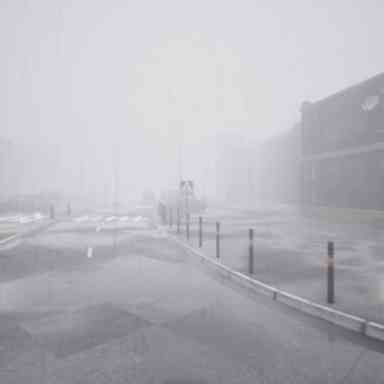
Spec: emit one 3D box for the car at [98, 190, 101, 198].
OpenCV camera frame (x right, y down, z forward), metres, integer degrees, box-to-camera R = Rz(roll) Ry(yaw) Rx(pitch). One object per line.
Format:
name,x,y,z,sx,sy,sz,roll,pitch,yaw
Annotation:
car,-24.612,0.838,77.668,4.892,1.521,2.231,0,1,-4

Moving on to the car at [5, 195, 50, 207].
car,-22.045,1.219,44.686,4.892,1.521,2.231,0,1,-4

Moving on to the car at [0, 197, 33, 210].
car,-21.606,1.316,39.184,4.674,1.452,2.002,0,1,-4

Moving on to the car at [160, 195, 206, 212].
car,-0.973,1.364,33.415,4.792,1.488,2.163,0,0,-4

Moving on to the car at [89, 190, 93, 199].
car,-23.967,0.922,69.424,4.892,1.521,2.231,0,1,-4

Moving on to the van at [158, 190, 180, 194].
van,-1.704,1.042,41.725,4.442,1.987,1.878,0,1,-4

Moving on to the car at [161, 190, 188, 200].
car,-3.695,0.669,69.320,5.566,2.045,2.435,0,1,-4

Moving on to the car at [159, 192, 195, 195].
car,-1.332,1.169,38.838,4.553,1.767,2.185,0,0,-4

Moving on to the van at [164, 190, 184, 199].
van,-4.036,0.633,74.868,4.442,1.987,1.878,0,1,-4

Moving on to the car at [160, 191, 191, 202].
car,-3.118,0.768,61.129,5.566,2.045,2.435,0,1,-4

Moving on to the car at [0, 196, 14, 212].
car,-21.147,1.201,33.683,4.553,1.767,2.185,0,0,-4

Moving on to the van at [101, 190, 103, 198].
van,-24.726,0.585,80.547,4.442,1.987,1.878,0,1,-4

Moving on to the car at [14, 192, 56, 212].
car,-16.830,1.170,35.882,2.097,1.767,4.553,-1,1,-5

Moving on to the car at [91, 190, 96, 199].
car,-24.182,0.892,72.173,4.892,1.521,2.231,0,1,-4

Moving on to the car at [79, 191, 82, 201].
car,-23.359,0.887,61.174,4.553,1.767,2.185,0,1,-4

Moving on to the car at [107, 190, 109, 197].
car,-25.472,0.743,88.663,4.892,1.521,2.231,0,0,-4

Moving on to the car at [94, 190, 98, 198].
car,-24.397,0.865,74.921,4.892,1.521,2.231,0,1,-4

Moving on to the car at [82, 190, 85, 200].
car,-23.574,0.856,63.922,4.553,1.767,2.185,0,1,-4

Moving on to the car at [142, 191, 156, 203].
car,-7.454,0.804,57.773,2.150,2.045,5.566,0,1,-4

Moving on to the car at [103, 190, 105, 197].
car,-25.045,0.827,83.166,4.674,1.452,2.002,0,1,-4

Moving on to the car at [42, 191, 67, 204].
car,-22.496,0.898,50.177,5.566,2.045,2.435,0,1,-4

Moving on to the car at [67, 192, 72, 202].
car,-22.499,1.111,52.946,5.366,1.575,1.946,0,1,-4

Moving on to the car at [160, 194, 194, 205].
car,-2.237,1.164,50.050,5.008,1.535,2.097,0,1,-4

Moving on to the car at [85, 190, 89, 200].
car,-23.727,0.824,66.676,4.553,1.767,2.185,0,1,-4

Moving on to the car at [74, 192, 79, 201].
car,-23.119,1.046,58.429,5.008,1.535,2.097,0,1,-4

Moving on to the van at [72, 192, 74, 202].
van,-22.782,0.854,55.687,4.442,1.987,1.878,0,1,-4

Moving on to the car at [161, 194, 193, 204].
car,-2.430,1.130,52.698,4.892,1.521,2.231,0,1,-4

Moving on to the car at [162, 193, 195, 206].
car,-1.976,1.076,47.157,4.553,1.767,2.185,0,1,-4
